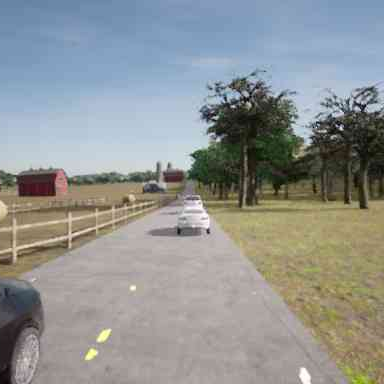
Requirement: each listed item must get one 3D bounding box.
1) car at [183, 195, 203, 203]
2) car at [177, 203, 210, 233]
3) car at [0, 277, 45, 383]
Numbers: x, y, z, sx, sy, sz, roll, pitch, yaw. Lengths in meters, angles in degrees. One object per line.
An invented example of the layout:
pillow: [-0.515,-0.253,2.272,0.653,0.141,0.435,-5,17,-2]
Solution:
car: [0.079,1.424,39.289,2.150,2.045,5.566,0,0,0]
car: [0.089,1.588,19.988,1.812,1.442,4.674,0,0,0]
car: [-2.751,1.524,2.479,1.812,1.442,4.674,0,0,0]
